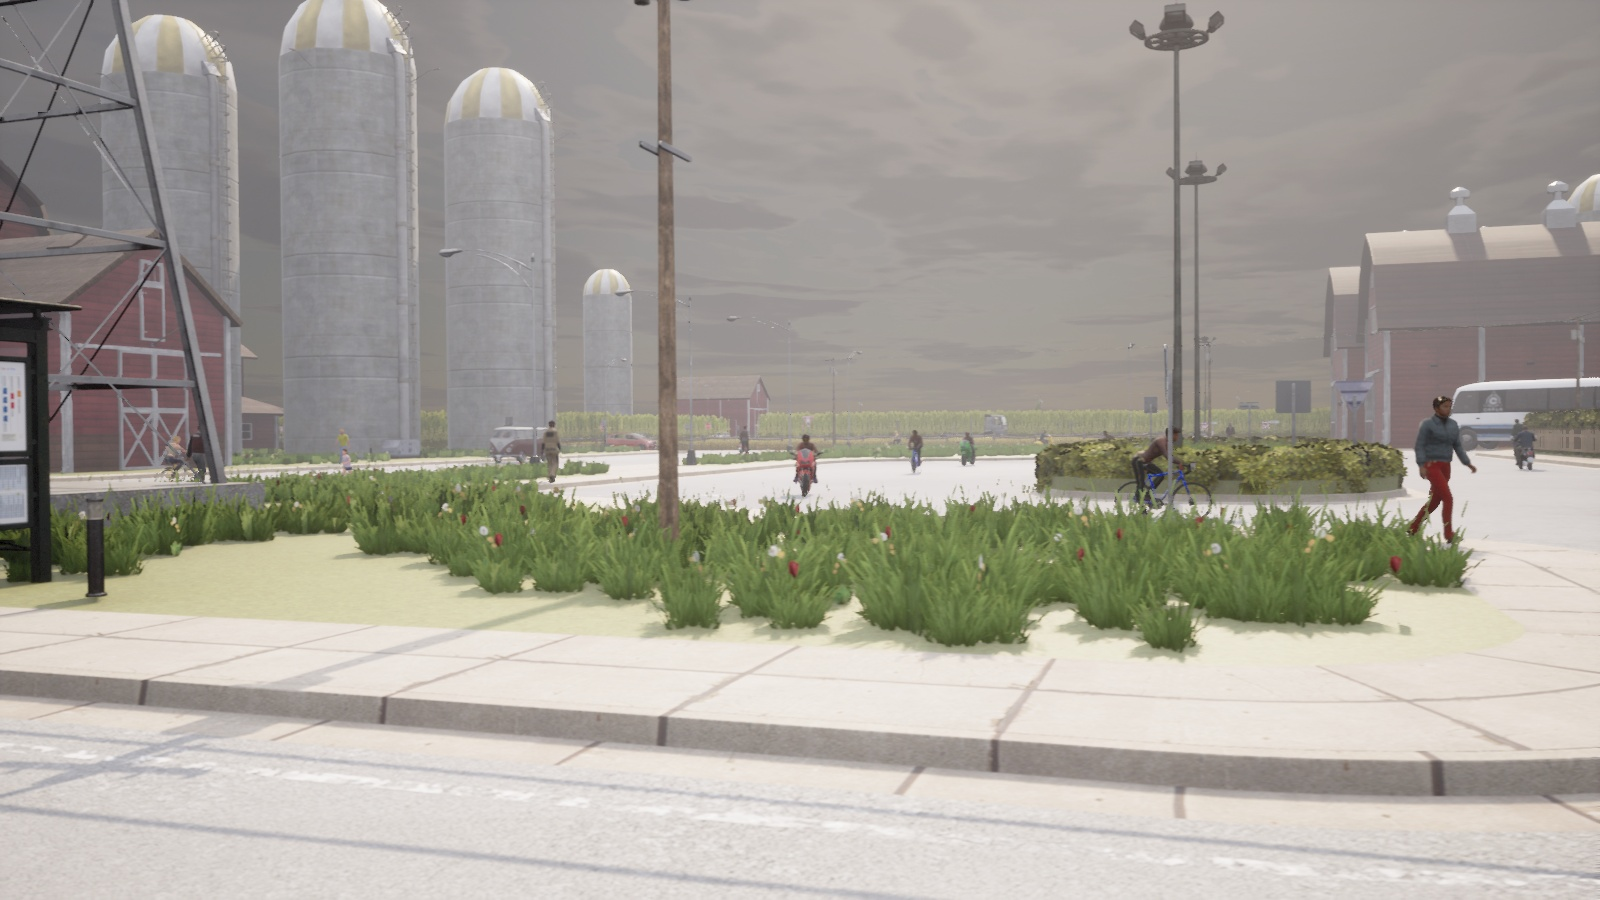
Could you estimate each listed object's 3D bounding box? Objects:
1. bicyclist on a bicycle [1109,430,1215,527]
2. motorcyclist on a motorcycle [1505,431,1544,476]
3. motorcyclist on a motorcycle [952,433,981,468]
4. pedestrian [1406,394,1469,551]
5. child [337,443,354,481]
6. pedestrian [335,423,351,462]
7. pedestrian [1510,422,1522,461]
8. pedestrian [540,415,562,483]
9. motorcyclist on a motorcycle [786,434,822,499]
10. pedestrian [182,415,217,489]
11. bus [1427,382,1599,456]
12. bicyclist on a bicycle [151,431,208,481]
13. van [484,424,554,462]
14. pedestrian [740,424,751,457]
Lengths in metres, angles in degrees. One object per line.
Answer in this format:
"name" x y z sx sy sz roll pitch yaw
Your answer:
"bicyclist on a bicycle" 6.219 0.465 21.583 1.656 1.620 0.582 1 1 27
"motorcyclist on a motorcycle" 25.797 0.113 44.744 0.866 1.590 1.817 0 1 18
"motorcyclist on a motorcycle" 7.364 0.005 55.402 0.797 1.523 2.044 1 1 22
"pedestrian" 7.646 0.260 15.069 0.353 1.847 0.614 0 1 -12
"child" -13.411 0.343 37.059 0.255 1.110 0.394 0 1 19
"pedestrian" -22.113 -0.370 60.724 0.354 1.836 0.706 0 1 19
"pedestrian" 33.789 -0.402 59.249 0.353 1.847 0.614 0 1 18
"pedestrian" -7.178 -0.033 36.218 0.396 1.930 0.692 0 1 11
"motorcyclist on a motorcycle" 0.112 0.370 30.618 0.797 1.523 2.044 1 1 1
"pedestrian" -15.262 0.039 31.912 0.376 1.854 0.720 0 1 23
"bus" 44.676 -1.804 77.170 3.944 4.253 10.273 1 0 -36
"bicyclist on a bicycle" -20.599 0.184 41.718 0.866 1.612 1.509 0 1 18
"van" -15.490 -0.404 69.400 1.775 1.987 4.442 0 1 18
"pedestrian" -3.026 -0.513 69.387 0.328 1.805 0.869 0 1 17
